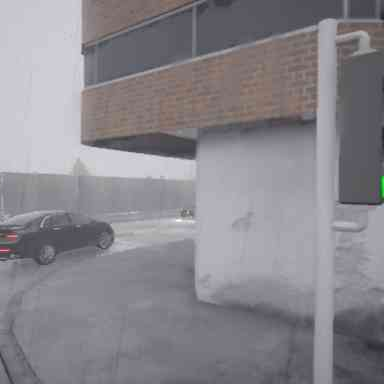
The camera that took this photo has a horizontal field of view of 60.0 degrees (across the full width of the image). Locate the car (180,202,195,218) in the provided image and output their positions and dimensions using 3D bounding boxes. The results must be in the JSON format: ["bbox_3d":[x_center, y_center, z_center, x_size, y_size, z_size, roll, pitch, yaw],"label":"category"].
[{"bbox_3d":[0.838,1.386,26.844,1.994,1.385,4.181,1,1,35],"label":"car"}]

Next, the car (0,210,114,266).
[{"bbox_3d":[-4.563,1.380,11.263,1.837,1.490,4.892,-3,-1,20],"label":"car"}]
